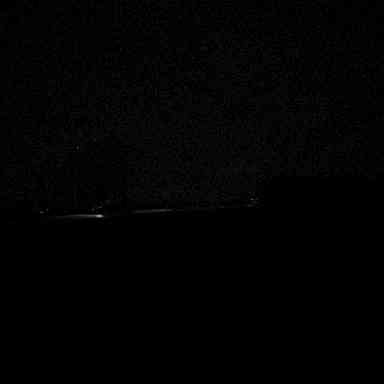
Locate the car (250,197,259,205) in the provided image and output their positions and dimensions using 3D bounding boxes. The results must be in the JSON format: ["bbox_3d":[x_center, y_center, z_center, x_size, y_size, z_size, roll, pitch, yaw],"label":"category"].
[{"bbox_3d":[11.958,1.477,58.540,2.128,1.511,4.902,-1,-1,35],"label":"car"}]

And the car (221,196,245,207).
[{"bbox_3d":[6.256,1.406,50.361,1.882,1.535,5.008,-1,-1,36],"label":"car"}]

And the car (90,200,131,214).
[{"bbox_3d":[-8.410,1.496,34.614,1.812,1.442,4.674,-1,-1,35],"label":"car"}]

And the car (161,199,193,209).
[{"bbox_3d":[-1.952,1.559,43.744,1.895,1.301,4.718,-1,-1,35],"label":"car"}]

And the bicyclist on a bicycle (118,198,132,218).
[{"bbox_3d":[-5.672,1.351,28.116,1.656,1.620,0.582,0,0,35],"label":"bicyclist on a bicycle"}]

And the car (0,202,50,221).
[{"bbox_3d":[-14.142,1.540,26.440,2.033,1.411,5.357,-1,-1,34],"label":"car"}]
